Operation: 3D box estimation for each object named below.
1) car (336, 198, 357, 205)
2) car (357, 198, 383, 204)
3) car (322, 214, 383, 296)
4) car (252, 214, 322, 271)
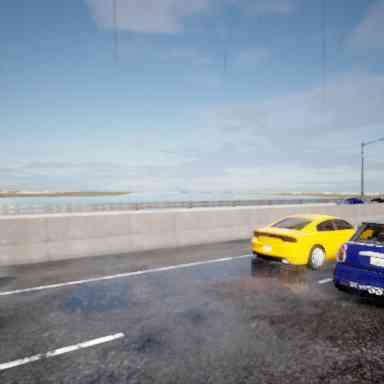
[{"bbox_3d":[21.115,1.476,44.405,4.674,1.442,1.812,0,0,-34],"label":"car"},{"bbox_3d":[23.084,1.475,41.513,4.674,1.442,1.812,0,0,-34],"label":"car"},{"bbox_3d":[5.290,1.345,7.537,4.553,1.767,2.097,0,0,-35],"label":"car"},{"bbox_3d":[4.199,1.469,11.044,5.008,1.535,1.882,0,0,-35],"label":"car"}]
